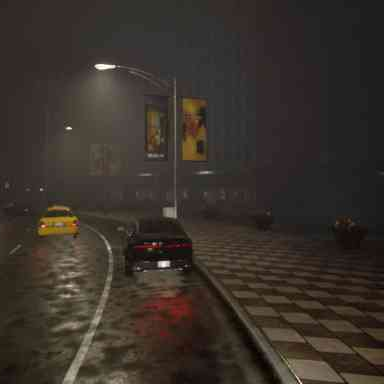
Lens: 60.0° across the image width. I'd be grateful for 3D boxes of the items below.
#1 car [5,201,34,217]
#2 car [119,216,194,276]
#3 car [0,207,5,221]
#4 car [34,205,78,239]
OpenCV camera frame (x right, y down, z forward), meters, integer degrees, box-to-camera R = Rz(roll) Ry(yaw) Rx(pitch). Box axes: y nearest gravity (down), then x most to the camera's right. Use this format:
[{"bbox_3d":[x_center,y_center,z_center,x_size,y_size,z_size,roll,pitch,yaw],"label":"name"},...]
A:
[{"bbox_3d":[-16.000,1.548,30.784,1.994,1.385,4.181,0,0,-43],"label":"car"},{"bbox_3d":[-1.230,1.503,10.445,1.837,1.490,4.892,0,0,-13],"label":"car"},{"bbox_3d":[-16.037,1.510,25.672,1.812,1.442,4.674,0,0,-38],"label":"car"},{"bbox_3d":[-6.979,1.450,17.350,1.801,1.575,5.366,0,0,-22],"label":"car"}]
